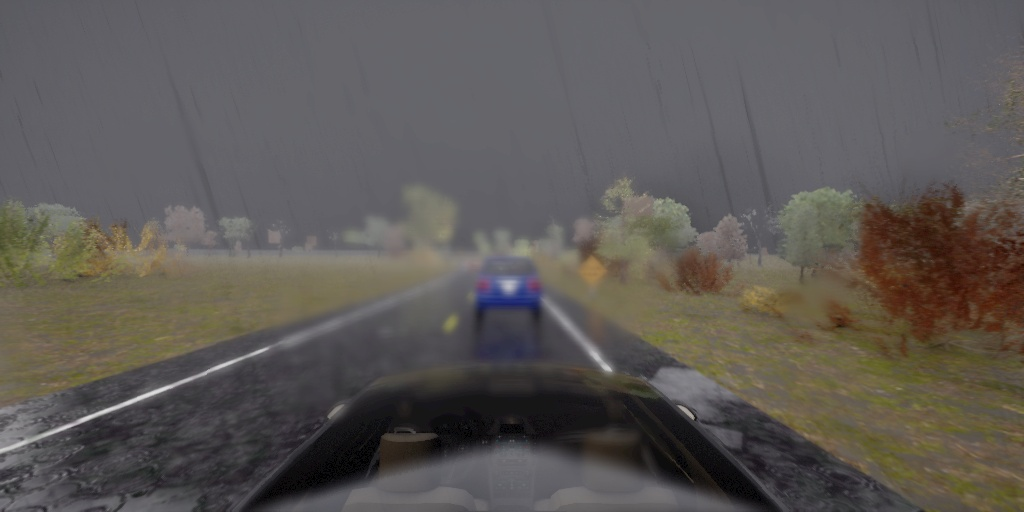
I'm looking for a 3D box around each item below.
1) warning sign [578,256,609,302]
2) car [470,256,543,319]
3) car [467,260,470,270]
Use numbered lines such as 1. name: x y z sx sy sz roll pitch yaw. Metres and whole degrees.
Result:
1. warning sign: 3.377 0.932 14.976 1.300 1.860 1.060 0 0 -1
2. car: -0.120 1.034 13.278 2.150 2.045 5.566 0 0 -1
3. car: -6.412 1.334 59.688 2.097 1.767 4.553 0 0 -5
